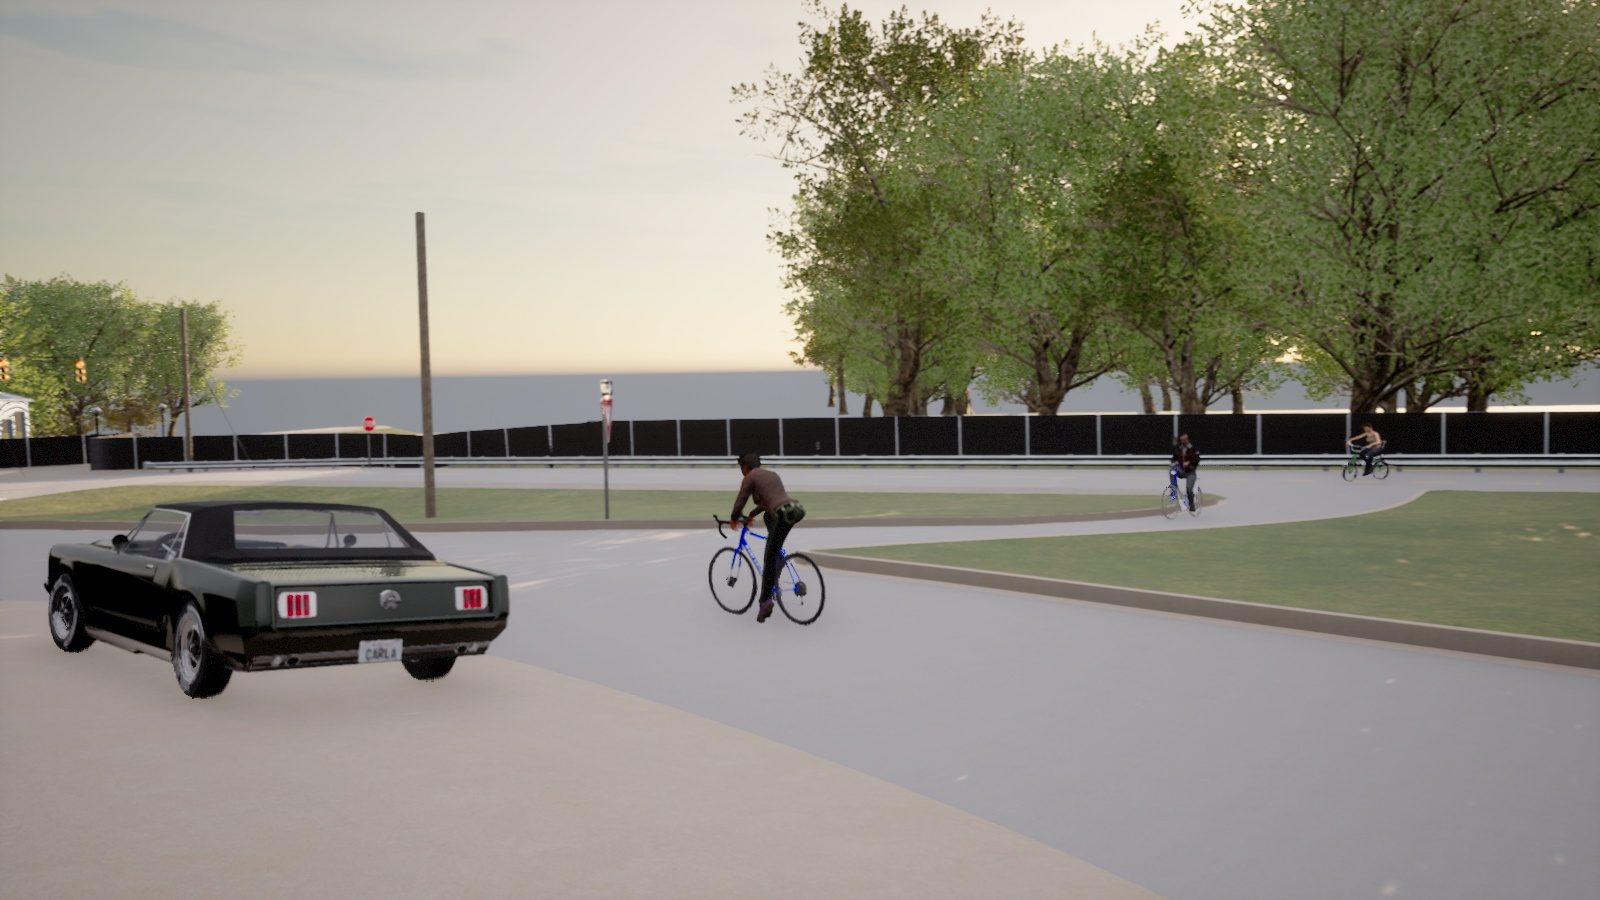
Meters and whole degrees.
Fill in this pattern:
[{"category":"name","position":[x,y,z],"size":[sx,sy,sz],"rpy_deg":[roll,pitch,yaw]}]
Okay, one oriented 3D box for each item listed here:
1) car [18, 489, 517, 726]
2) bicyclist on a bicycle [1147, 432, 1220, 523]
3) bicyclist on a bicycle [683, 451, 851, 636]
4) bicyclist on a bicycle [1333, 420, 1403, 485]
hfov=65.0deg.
[{"category":"car","position":[-4.322,1.022,9.727],"size":[1.895,1.301,4.718],"rpy_deg":[4,-3,-45]},{"category":"bicyclist on a bicycle","position":[7.781,0.547,25.437],"size":[0.659,1.776,1.843],"rpy_deg":[-2,-1,42]},{"category":"bicyclist on a bicycle","position":[-0.341,0.836,12.048],"size":[0.582,1.620,1.656],"rpy_deg":[-5,4,-44]},{"category":"bicyclist on a bicycle","position":[15.475,0.060,34.229],"size":[1.509,1.612,0.866],"rpy_deg":[-3,5,-15]}]
